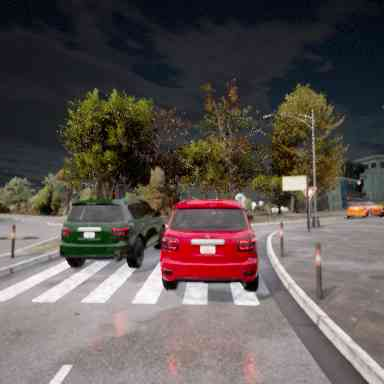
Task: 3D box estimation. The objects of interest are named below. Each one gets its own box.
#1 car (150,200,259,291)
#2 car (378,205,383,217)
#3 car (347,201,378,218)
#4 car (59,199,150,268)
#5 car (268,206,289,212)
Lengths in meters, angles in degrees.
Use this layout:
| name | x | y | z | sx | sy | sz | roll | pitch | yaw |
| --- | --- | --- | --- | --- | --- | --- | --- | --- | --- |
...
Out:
| name | x | y | z | sx | sy | sz | roll | pitch | yaw |
| --- | --- | --- | --- | --- | --- | --- | --- | --- | --- |
| car | 0.552 | 1.216 | 9.221 | 2.150 | 2.045 | 5.566 | 0 | 0 | 5 |
| car | 19.936 | 1.755 | 31.771 | 4.181 | 1.385 | 1.994 | 0 | -3 | -40 |
| car | 17.931 | 1.733 | 34.303 | 4.553 | 1.767 | 2.097 | 0 | -3 | -39 |
| car | -2.420 | 1.246 | 11.540 | 2.150 | 2.045 | 5.566 | -1 | 0 | 7 |
| car | 19.251 | 3.893 | 74.223 | 4.674 | 1.442 | 1.812 | -3 | -5 | 37 |
